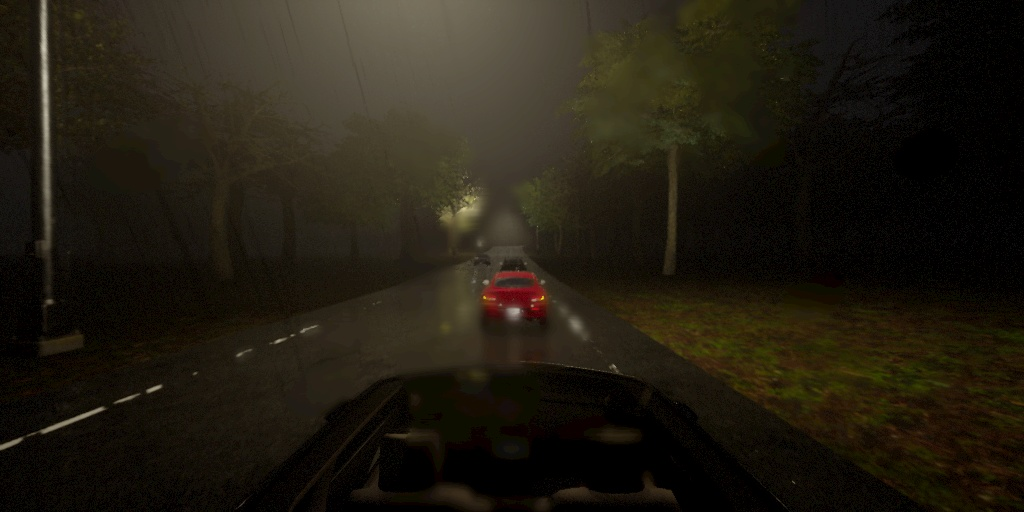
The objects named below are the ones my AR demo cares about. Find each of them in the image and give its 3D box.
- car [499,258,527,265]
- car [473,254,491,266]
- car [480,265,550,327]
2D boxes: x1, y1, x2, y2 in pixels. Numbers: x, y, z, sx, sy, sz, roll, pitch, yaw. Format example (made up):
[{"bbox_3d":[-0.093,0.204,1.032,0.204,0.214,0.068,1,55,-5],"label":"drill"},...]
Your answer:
[{"bbox_3d":[0.096,0.885,27.492,1.837,1.490,4.892,0,1,0],"label":"car"},{"bbox_3d":[-3.574,0.452,43.695,1.812,1.442,4.674,0,2,0],"label":"car"},{"bbox_3d":[0.087,1.156,10.863,1.812,1.442,4.674,0,0,1],"label":"car"}]
